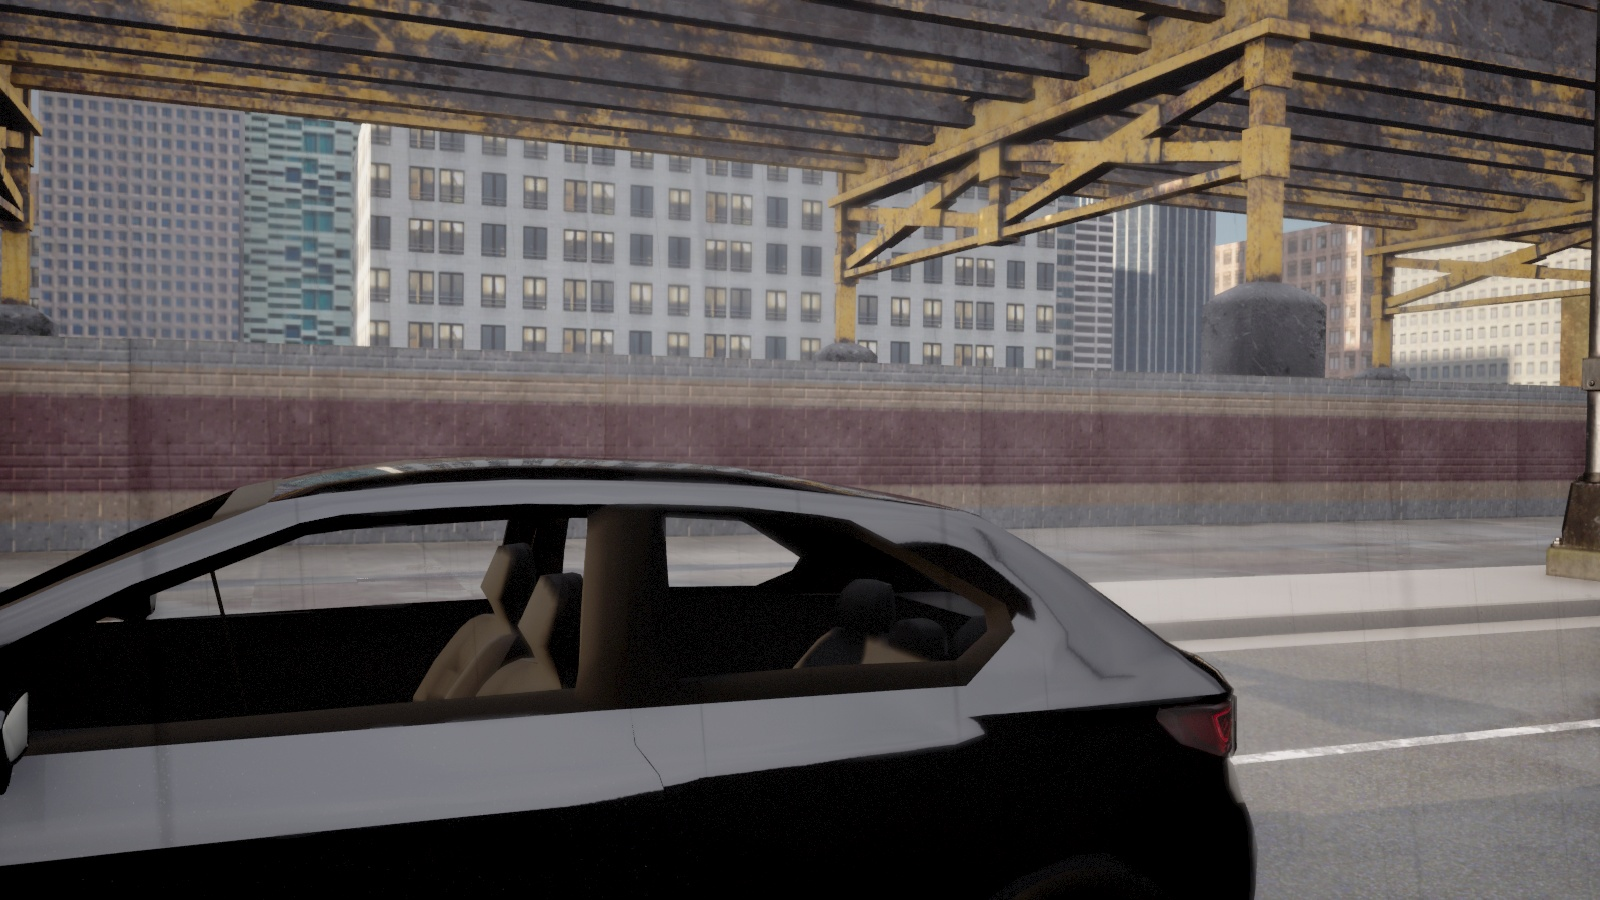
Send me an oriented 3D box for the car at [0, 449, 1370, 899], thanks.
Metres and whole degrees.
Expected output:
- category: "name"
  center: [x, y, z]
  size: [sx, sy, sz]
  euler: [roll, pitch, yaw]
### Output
- category: "car"
  center: [-1.042, 0.777, 2.843]
  size: [4.193, 1.474, 1.816]
  euler: [-1, 1, -21]
